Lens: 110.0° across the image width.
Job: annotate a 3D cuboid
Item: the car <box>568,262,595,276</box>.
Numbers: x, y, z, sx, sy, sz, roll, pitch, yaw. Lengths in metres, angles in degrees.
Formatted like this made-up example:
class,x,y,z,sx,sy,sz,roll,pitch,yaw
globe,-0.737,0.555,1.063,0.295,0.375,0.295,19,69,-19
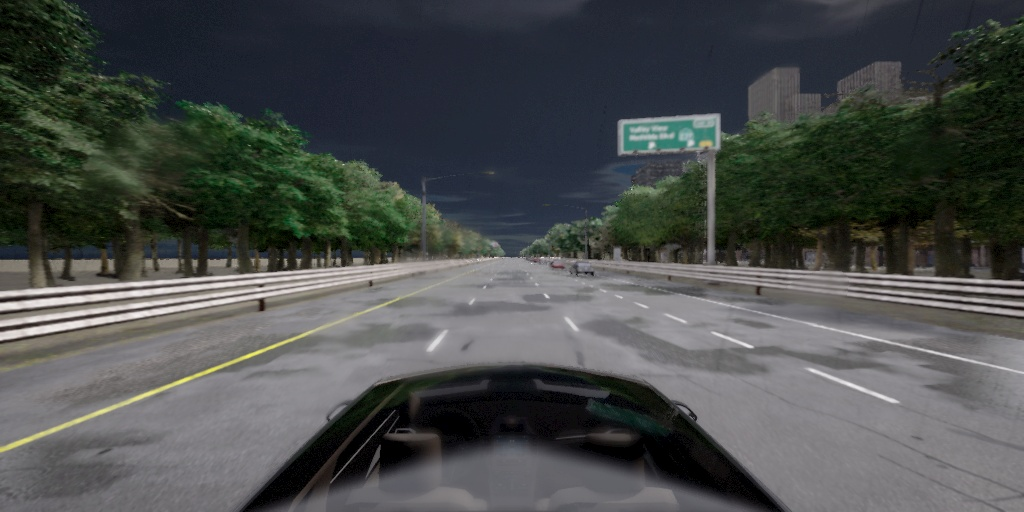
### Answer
class,x,y,z,sx,sy,sz,roll,pitch,yaw
car,7.009,1.300,36.393,2.033,1.411,5.357,0,0,0

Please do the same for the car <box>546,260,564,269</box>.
class,x,y,z,sx,sy,sz,roll,pitch,yaw
car,7.015,1.317,56.293,1.994,1.385,4.181,0,0,0
